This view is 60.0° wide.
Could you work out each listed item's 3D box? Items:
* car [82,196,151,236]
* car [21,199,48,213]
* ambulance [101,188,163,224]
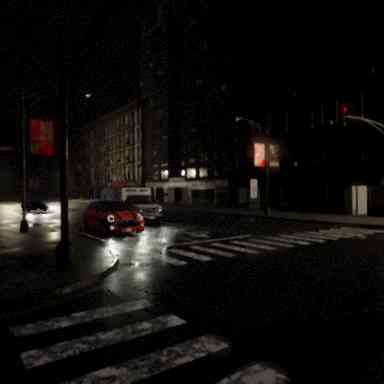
[{"bbox_3d":[-4.424,1.292,18.315,2.097,1.767,4.553,-1,0,-36],"label":"car"},{"bbox_3d":[-16.993,1.476,35.843,1.895,1.301,4.718,-1,1,-36],"label":"car"},{"bbox_3d":[-4.449,0.925,24.088,2.351,2.431,6.366,-1,1,-36],"label":"ambulance"}]
